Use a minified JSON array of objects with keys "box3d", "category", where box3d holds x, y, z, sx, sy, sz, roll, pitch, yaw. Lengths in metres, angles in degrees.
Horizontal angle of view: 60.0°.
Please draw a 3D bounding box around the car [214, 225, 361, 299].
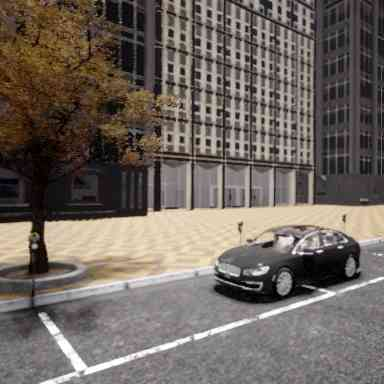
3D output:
[{"box3d":[2.543,1.543,8.367,4.403,1.369,2.008,0,1,-36],"category":"car"}]
